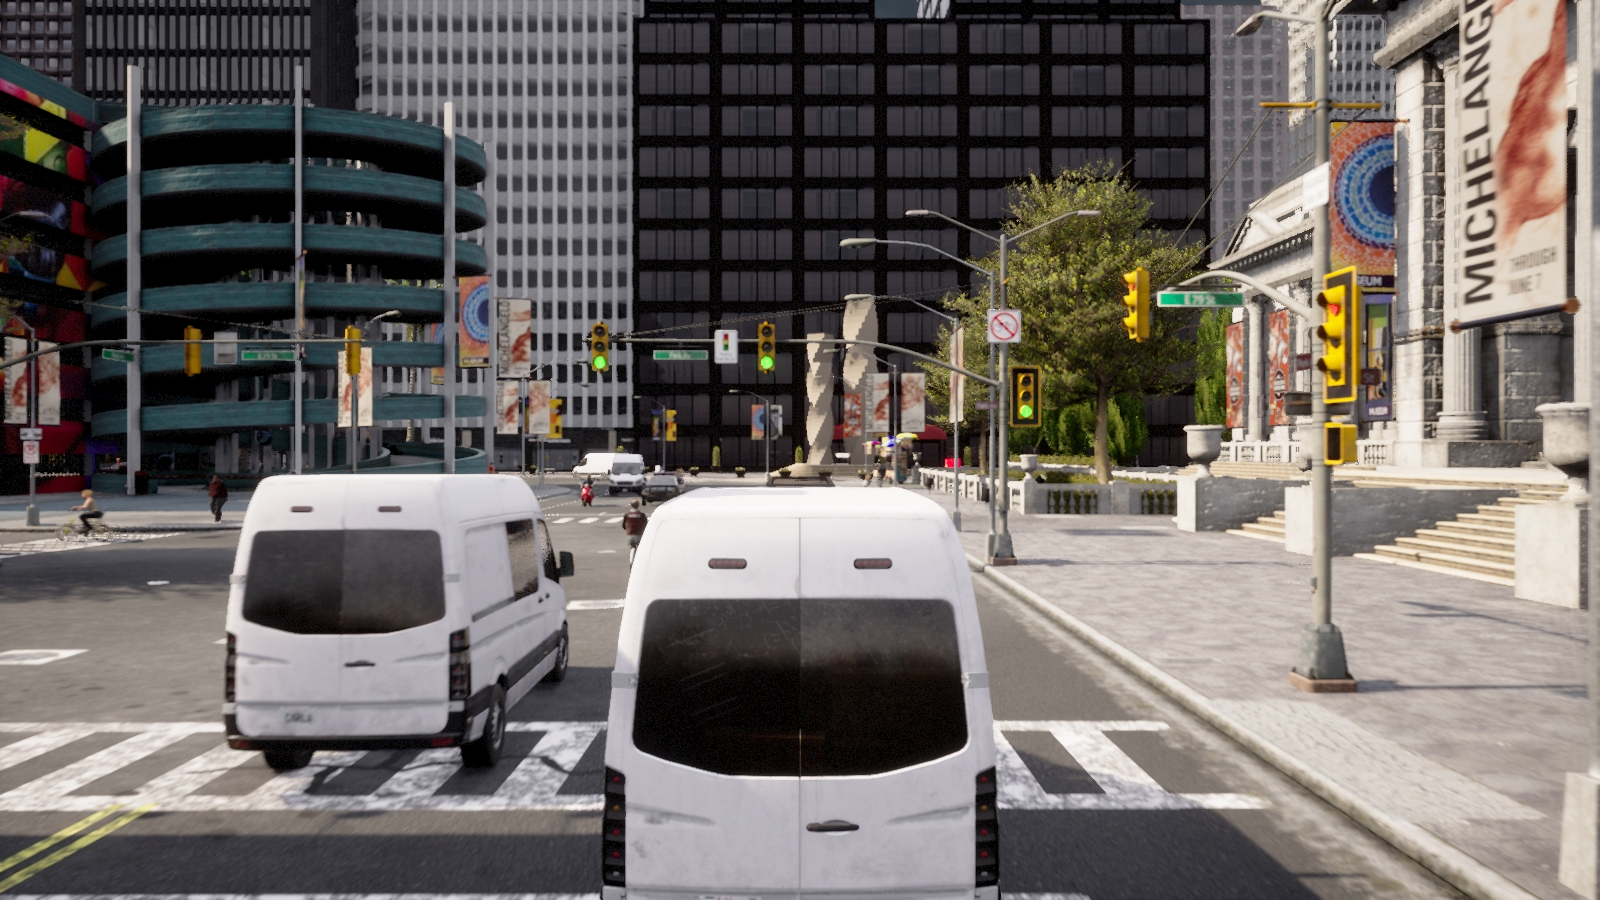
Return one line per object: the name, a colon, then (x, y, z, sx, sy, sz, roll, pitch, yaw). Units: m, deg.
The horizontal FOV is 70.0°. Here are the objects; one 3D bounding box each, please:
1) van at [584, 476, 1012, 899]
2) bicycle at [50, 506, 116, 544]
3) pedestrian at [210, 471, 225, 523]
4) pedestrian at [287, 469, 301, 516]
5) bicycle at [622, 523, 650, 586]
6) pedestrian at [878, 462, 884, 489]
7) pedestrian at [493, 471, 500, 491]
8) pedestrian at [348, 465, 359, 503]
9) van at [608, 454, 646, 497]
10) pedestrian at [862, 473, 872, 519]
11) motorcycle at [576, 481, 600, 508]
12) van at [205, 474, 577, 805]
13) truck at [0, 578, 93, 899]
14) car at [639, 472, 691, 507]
van: (-0.011, 1.538, 8.258, 1.988, 2.561, 5.915, 0, 0, 0)
bicycle: (-21.746, 2.267, 34.691, 1.487, 1.080, 0.859, 0, -1, -13)
pedestrian: (-21.228, 1.710, 41.628, 0.375, 1.860, 0.375, 0, 0, -1)
pedestrian: (-20.228, 1.713, 45.658, 0.375, 1.860, 0.375, 0, 0, 9)
bicycle: (-3.516, 2.218, 24.566, 0.329, 1.171, 1.835, 0, 0, 0)
pedestrian: (5.484, 1.721, 77.353, 0.375, 1.860, 0.375, 0, 0, -14)
pedestrian: (-19.832, 1.999, 74.661, 0.375, 1.300, 0.375, 0, 0, -21)
pedestrian: (-22.571, 1.714, 57.727, 0.375, 1.860, 0.375, 0, 0, 4)
van: (-10.762, 1.556, 71.424, 1.988, 2.561, 5.915, 0, 0, -5)
pedestrian: (2.728, 1.863, 46.641, 0.375, 1.860, 0.375, 0, 0, -1)
motorcycle: (-10.522, 2.200, 56.805, 0.856, 1.236, 1.805, 0, 0, 0)
van: (-3.758, 1.533, 11.876, 1.988, 2.561, 5.915, 0, -1, -3)
truck: (-3.515, 1.542, 0.890, 2.627, 2.467, 5.204, 0, -2, 0)
car: (-6.941, 2.001, 59.173, 2.097, 1.638, 5.238, 0, 0, -1)
